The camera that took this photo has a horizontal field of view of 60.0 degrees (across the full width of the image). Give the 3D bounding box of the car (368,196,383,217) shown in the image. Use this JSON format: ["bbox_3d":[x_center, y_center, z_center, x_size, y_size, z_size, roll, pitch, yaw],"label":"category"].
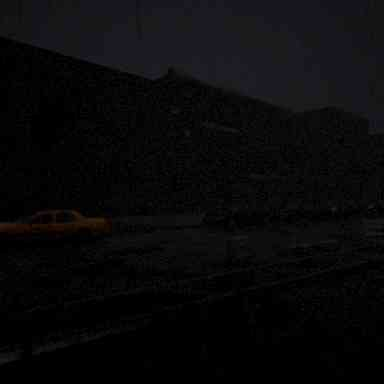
[{"bbox_3d":[16.322,1.280,30.163,4.553,1.767,2.185,0,0,-36],"label":"car"}]

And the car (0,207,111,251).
[{"bbox_3d":[-6.195,1.436,14.003,5.366,1.575,1.946,0,0,-36],"label":"car"}]

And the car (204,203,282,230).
[{"bbox_3d":[2.938,1.427,20.557,4.892,1.521,2.231,0,0,-36],"label":"car"}]

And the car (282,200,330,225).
[{"bbox_3d":[7.423,1.459,23.777,4.674,1.452,2.002,0,0,-36],"label":"car"}]

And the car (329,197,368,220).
[{"bbox_3d":[11.834,1.287,26.942,4.553,1.767,2.185,0,0,-36],"label":"car"}]
